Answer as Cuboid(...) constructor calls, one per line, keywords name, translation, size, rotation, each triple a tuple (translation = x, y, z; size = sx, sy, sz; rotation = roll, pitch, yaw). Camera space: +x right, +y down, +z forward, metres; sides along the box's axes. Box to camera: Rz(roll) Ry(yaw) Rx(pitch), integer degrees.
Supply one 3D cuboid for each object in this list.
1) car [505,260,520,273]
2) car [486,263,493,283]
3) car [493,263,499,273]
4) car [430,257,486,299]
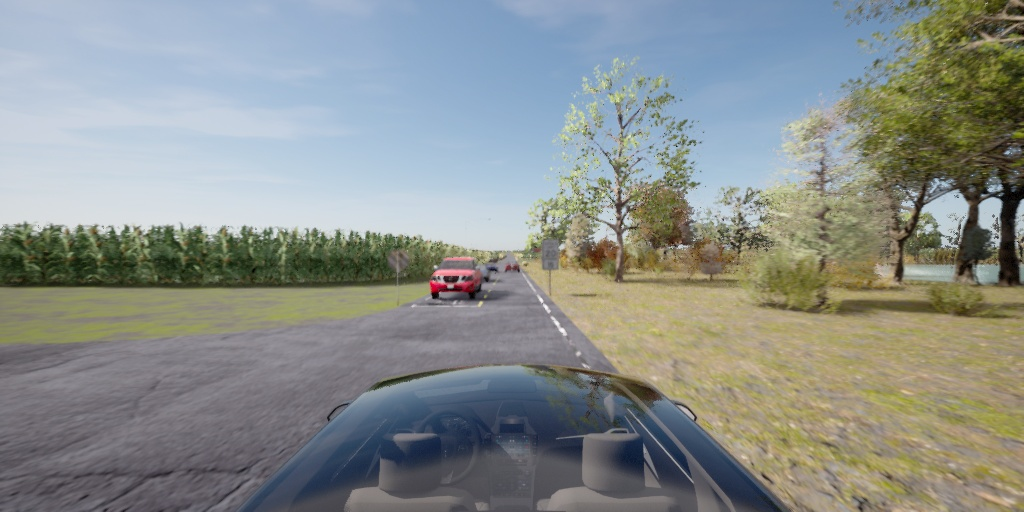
Cuboid(name="car", translation=(0.061, 1.357, 49.952), size=(2.097, 1.767, 4.553), rotation=(0, 0, 1))
Cuboid(name="car", translation=(-2.841, 1.440, 30.666), size=(1.812, 1.442, 4.674), rotation=(0, 0, 0))
Cuboid(name="car", translation=(-2.805, 1.597, 47.955), size=(1.895, 1.301, 4.718), rotation=(0, 0, 0))
Cuboid(name="car", translation=(-2.842, 1.076, 19.348), size=(2.150, 2.045, 5.566), rotation=(0, 0, 0))
